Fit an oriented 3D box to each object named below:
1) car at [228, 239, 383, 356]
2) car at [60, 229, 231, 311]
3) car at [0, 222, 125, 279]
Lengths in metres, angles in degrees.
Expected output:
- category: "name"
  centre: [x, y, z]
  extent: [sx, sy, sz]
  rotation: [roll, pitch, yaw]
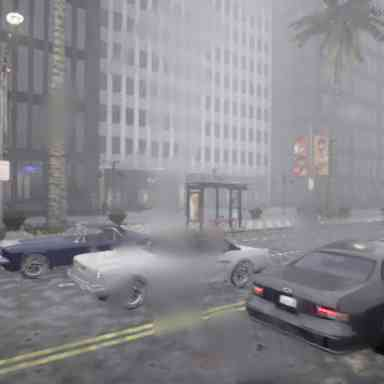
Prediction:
- category: "car"
  centre: [3.406, 1.620, 6.147]
  extent: [5.357, 1.411, 2.033]
  rotation: [1, 0, -35]
- category: "car"
  centre: [-0.395, 1.649, 7.990]
  extent: [4.718, 1.301, 1.895]
  rotation: [1, 0, -35]
- category: "car"
  centre: [-3.326, 1.635, 10.205]
  extent: [4.718, 1.301, 1.895]
  rotation: [1, 0, -35]
